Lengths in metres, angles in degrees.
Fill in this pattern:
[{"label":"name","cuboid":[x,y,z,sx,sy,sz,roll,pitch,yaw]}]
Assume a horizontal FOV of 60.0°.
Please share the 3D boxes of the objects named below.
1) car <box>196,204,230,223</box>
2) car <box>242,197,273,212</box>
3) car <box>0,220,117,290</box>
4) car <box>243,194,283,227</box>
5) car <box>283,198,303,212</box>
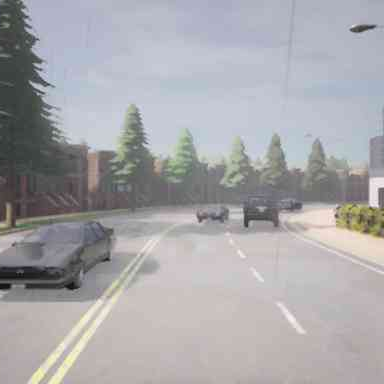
[{"label":"car","cuboid":[1.678,1.559,25.023,1.895,1.301,4.718,0,0,13]},{"label":"car","cuboid":[7.666,1.442,38.520,1.837,1.490,4.892,0,0,32]},{"label":"car","cuboid":[-3.505,1.532,9.377,2.033,1.411,5.357,0,0,0]},{"label":"car","cuboid":[4.627,1.182,22.465,2.150,2.045,5.566,0,0,10]},{"label":"car","cuboid":[11.070,1.430,37.403,2.128,1.511,4.902,0,0,34]}]
